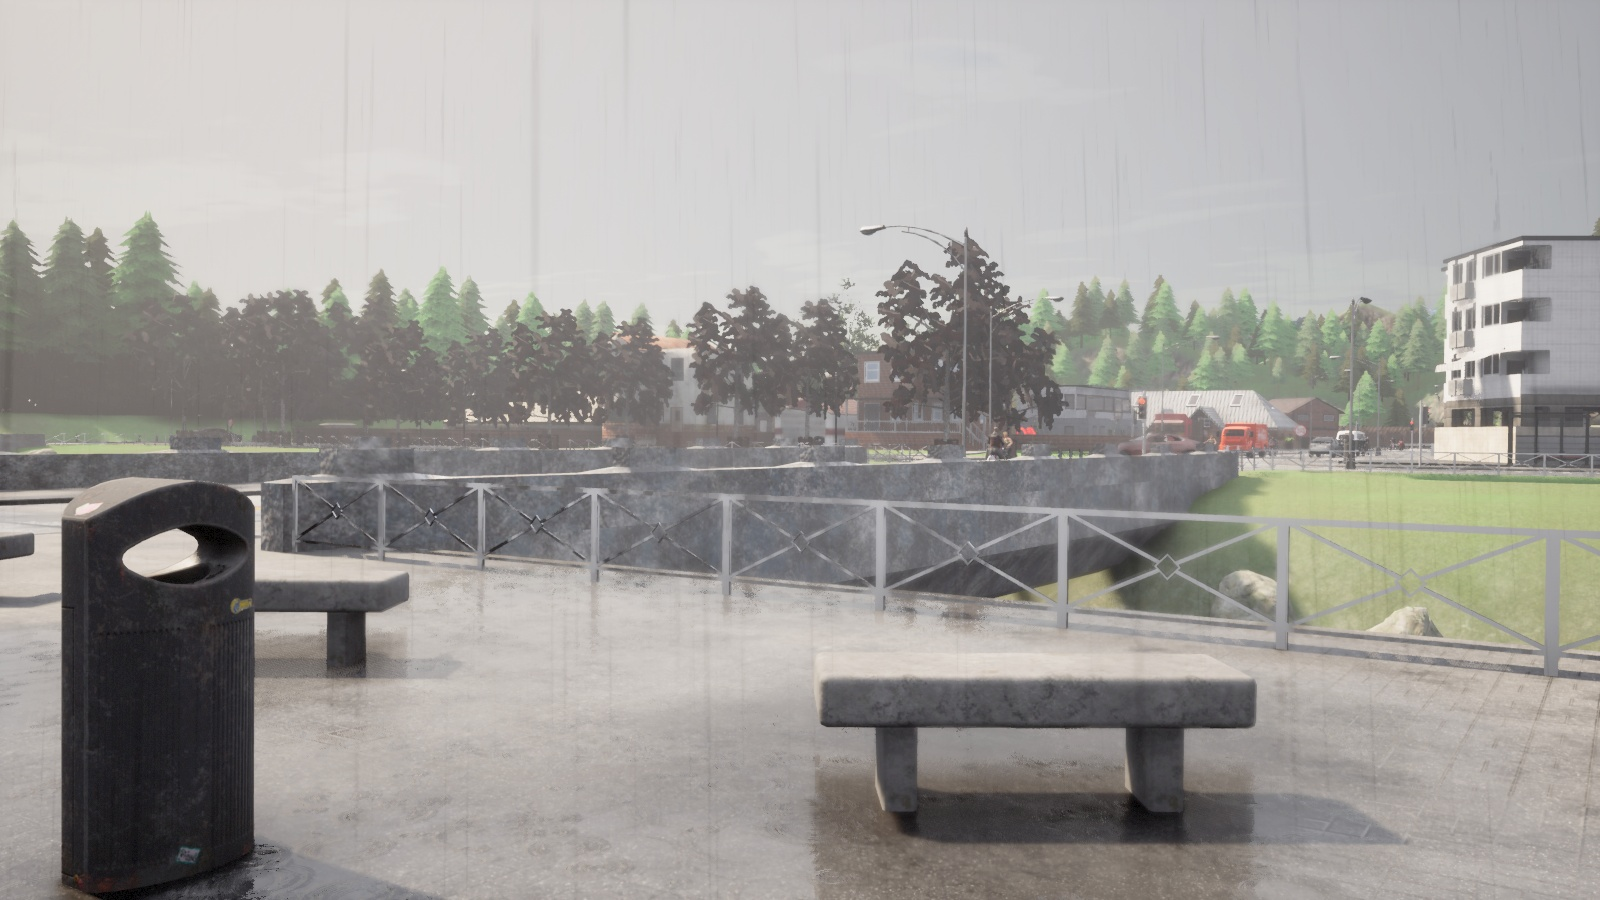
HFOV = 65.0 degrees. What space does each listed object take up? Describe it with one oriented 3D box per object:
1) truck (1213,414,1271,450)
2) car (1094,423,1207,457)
[{"bbox_3d":[31.226,-1.248,88.597,2.627,2.467,5.204,0,1,34],"label":"truck"},{"bbox_3d":[17.539,-0.508,62.967,5.027,1.651,2.152,0,1,-3],"label":"car"}]
